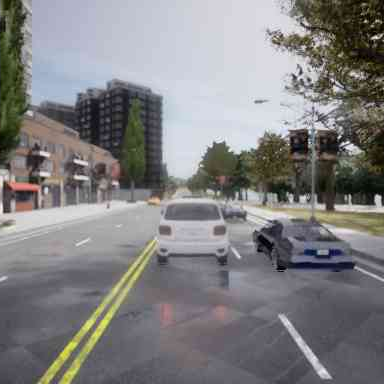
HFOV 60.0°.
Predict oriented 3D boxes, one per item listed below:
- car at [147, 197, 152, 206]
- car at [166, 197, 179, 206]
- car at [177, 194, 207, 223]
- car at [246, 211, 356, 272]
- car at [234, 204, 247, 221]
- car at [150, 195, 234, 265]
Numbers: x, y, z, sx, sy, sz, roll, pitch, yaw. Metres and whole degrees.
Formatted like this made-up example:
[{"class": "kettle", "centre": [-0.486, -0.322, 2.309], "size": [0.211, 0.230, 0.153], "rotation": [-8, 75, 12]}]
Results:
[{"class": "car", "centre": [-6.568, 1.638, 57.363], "size": [1.882, 1.535, 5.008], "rotation": [0, 0, 0]}, {"class": "car", "centre": [-3.319, 1.639, 57.363], "size": [1.882, 1.535, 5.008], "rotation": [0, 0, 0]}, {"class": "car", "centre": [0.032, 1.248, 26.842], "size": [2.150, 2.045, 5.566], "rotation": [0, 0, 1]}, {"class": "car", "centre": [3.273, 1.549, 10.791], "size": [2.033, 1.411, 5.357], "rotation": [0, 0, 1]}, {"class": "car", "centre": [3.288, 1.628, 27.372], "size": [1.895, 1.301, 4.718], "rotation": [0, 0, 1]}, {"class": "car", "centre": [0.036, 1.224, 11.842], "size": [2.150, 2.045, 5.566], "rotation": [0, 0, 1]}]
